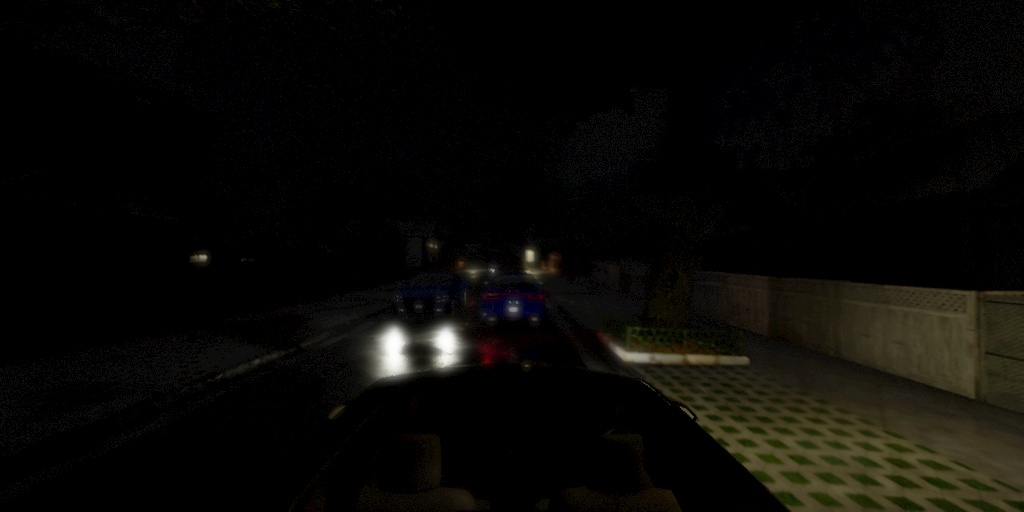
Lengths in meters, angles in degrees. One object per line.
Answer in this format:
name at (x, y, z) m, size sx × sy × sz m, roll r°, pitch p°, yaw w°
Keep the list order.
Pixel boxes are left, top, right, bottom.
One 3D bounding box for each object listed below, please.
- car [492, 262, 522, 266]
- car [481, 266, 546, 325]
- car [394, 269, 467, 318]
car at (0.002, 1.237, 23.752) m, size 2.097 × 1.767 × 4.553 m, roll 0°, pitch 0°, yaw 0°
car at (0.051, 1.282, 12.086) m, size 1.882 × 1.535 × 5.008 m, roll 0°, pitch 0°, yaw 0°
car at (-2.858, 1.291, 13.475) m, size 1.882 × 1.535 × 5.008 m, roll 0°, pitch 0°, yaw 0°
